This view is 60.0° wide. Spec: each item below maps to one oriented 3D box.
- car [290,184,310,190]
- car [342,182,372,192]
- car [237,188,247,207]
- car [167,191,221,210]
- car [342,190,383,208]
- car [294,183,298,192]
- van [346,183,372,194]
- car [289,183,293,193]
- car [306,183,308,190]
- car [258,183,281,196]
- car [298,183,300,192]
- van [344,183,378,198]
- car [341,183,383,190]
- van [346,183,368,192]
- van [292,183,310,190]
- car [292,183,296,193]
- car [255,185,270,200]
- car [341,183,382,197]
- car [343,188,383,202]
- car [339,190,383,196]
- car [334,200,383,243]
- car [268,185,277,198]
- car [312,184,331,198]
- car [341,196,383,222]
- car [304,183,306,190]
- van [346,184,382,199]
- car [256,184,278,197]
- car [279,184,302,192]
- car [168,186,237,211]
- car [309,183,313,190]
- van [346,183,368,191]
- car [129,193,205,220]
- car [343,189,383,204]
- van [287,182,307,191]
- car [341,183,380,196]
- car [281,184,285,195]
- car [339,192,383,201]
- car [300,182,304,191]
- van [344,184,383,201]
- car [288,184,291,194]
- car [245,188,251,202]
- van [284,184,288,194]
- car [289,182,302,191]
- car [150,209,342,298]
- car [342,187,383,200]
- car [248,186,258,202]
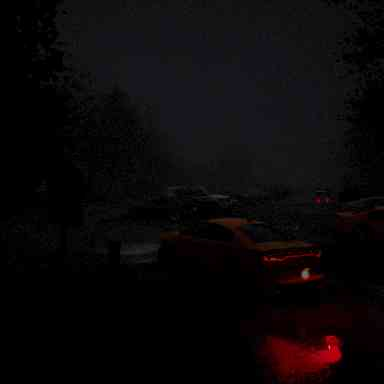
[{"bbox_3d":[28.422,-1.260,87.454,4.792,1.488,2.163,1,2,25],"label":"car"},{"bbox_3d":[35.580,-1.039,71.920,5.566,2.045,2.435,1,2,25],"label":"car"},{"bbox_3d":[1.745,0.732,29.516,5.366,1.575,1.946,1,3,25],"label":"car"},{"bbox_3d":[-0.751,0.947,24.558,5.008,1.535,2.097,1,3,25],"label":"car"},{"bbox_3d":[16.904,0.638,31.630,4.792,1.488,2.163,1,3,25],"label":"car"},{"bbox_3d":[16.571,-0.491,62.388,5.366,1.575,1.946,1,2,25],"label":"car"},{"bbox_3d":[32.219,-0.762,64.324,4.442,1.987,1.878,1,2,25],"label":"van"},{"bbox_3d":[14.380,-0.289,57.288,4.792,1.488,2.163,1,2,25],"label":"car"},{"bbox_3d":[23.735,-0.986,77.419,5.008,1.535,2.097,1,2,25],"label":"car"},{"bbox_3d":[9.769,-0.107,47.189,4.553,1.767,2.185,1,2,25],"label":"car"},{"bbox_3d":[17.912,-0.568,64.825,4.892,1.521,2.231,1,2,25],"label":"car"},{"bbox_3d":[24.970,-0.262,49.234,4.442,1.987,1.878,1,2,25],"label":"van"},{"bbox_3d":[15.791,0.466,29.084,5.566,2.045,2.435,1,3,25],"label":"car"},{"bbox_3d":[36.876,-1.095,74.373,4.442,1.987,1.878,1,2,25],"label":"van"},{"bbox_3d":[29.461,-1.556,90.035,4.442,1.987,1.878,1,1,25],"label":"van"},{"bbox_3d":[15.547,-0.373,59.806,4.792,1.488,2.163,1,2,25],"label":"car"},{"bbox_3d":[6.126,0.294,39.849,5.366,1.575,1.946,1,3,25],"label":"car"},{"bbox_3d":[26.214,-0.370,51.708,5.566,2.045,2.435,1,2,25],"label":"car"},{"bbox_3d":[20.446,0.337,39.135,4.792,1.488,2.163,1,2,25],"label":"car"},{"bbox_3d":[13.270,0.925,24.162,5.366,1.575,1.946,1,3,25],"label":"car"},{"bbox_3d":[8.829,1.355,14.152,5.008,1.535,2.097,1,3,25],"label":"car"},{"bbox_3d":[7.578,0.203,42.098,5.366,1.575,1.946,1,2,25],"label":"car"},{"bbox_3d":[18.793,0.032,47.383,2.128,1.511,4.902,1,2,25],"label":"car"},{"bbox_3d":[12.271,1.078,21.575,4.674,1.452,2.002,1,3,25],"label":"car"},{"bbox_3d":[22.545,-1.028,74.908,4.553,1.767,2.185,1,2,25],"label":"car"},{"bbox_3d":[24.017,-0.176,46.624,4.442,1.987,1.878,1,2,25],"label":"van"},{"bbox_3d":[8.567,0.108,44.688,4.892,1.521,2.231,1,3,25],"label":"car"},{"bbox_3d":[21.378,-0.945,72.390,4.553,1.767,2.185,1,2,25],"label":"car"},{"bbox_3d":[0.436,0.589,27.055,5.566,2.045,2.435,1,3,25],"label":"car"},{"bbox_3d":[27.266,-1.487,84.950,5.566,2.045,2.435,1,2,25],"label":"car"},{"bbox_3d":[37.987,-1.175,76.772,4.442,1.987,1.878,1,2,25],"label":"van"},{"bbox_3d":[-1.949,1.084,22.057,4.792,1.488,2.163,1,3,25],"label":"car"},{"bbox_3d":[19.337,0.428,36.742,4.792,1.488,2.163,1,3,25],"label":"car"},{"bbox_3d":[25.968,-1.380,82.494,4.442,1.987,1.878,1,2,25],"label":"van"},{"bbox_3d":[27.378,-0.453,54.220,5.566,2.045,2.435,1,2,25],"label":"car"},{"bbox_3d":[10.933,-0.038,49.710,4.792,1.488,2.163,1,2,25],"label":"car"},{"bbox_3d":[10.026,1.123,16.645,4.553,1.767,2.185,1,3,25],"label":"car"},{"bbox_3d":[20.071,-0.741,69.941,5.366,1.575,1.946,1,2,25],"label":"car"},{"bbox_3d":[21.478,-0.009,41.679,4.442,1.987,1.878,1,2,24],"label":"van"},{"bbox_3d":[13.213,-0.206,54.770,4.792,1.488,2.163,1,2,25],"label":"car"},{"bbox_3d":[2.750,0.626,32.109,4.892,1.521,2.231,1,3,25],"label":"car"},{"bbox_3d":[12.179,-0.376,52.183,4.442,1.987,1.878,1,2,25],"label":"van"},{"bbox_3d":[19.067,-0.651,67.349,4.892,1.521,2.231,1,2,25],"label":"car"},{"bbox_3d":[0.887,1.401,8.438,1.882,1.535,5.008,2,-1,-31],"label":"car"},{"bbox_3d":[22.752,0.132,44.166,5.008,1.535,2.097,1,2,25],"label":"car"},{"bbox_3d":[3.742,0.511,34.706,5.366,1.575,1.946,1,3,25],"label":"car"}]
